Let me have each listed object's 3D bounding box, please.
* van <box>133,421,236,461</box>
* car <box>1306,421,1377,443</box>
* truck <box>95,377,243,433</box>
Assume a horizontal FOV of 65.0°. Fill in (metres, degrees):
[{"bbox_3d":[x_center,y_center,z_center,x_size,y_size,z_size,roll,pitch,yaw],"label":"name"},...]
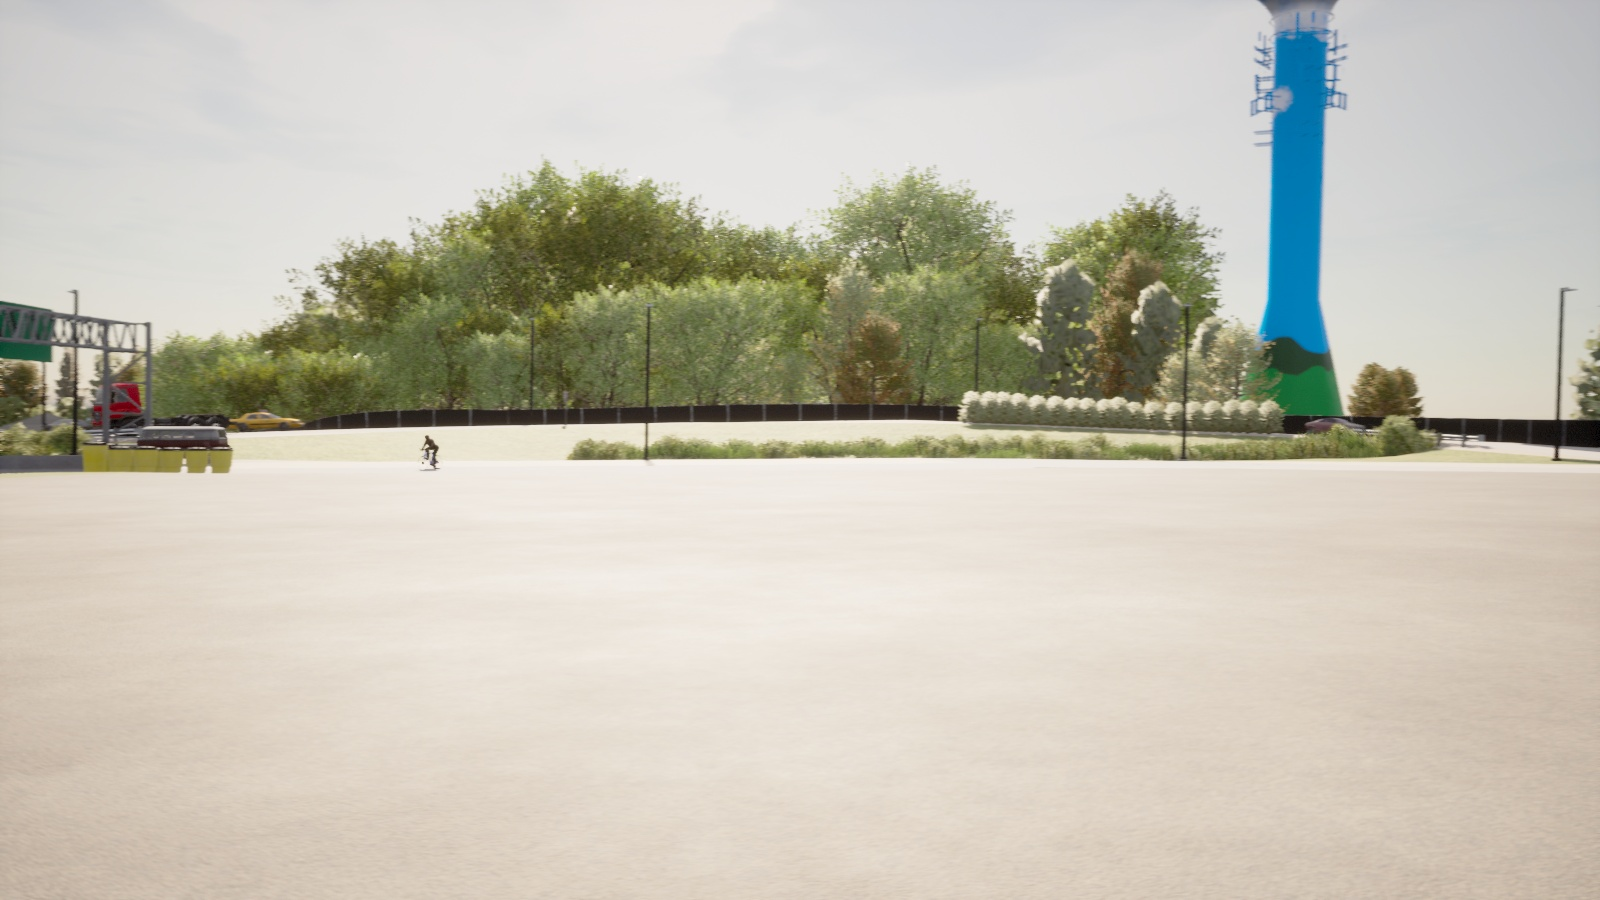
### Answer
[{"bbox_3d":[-31.892,-0.477,65.135,4.442,1.987,1.775,0,2,-6],"label":"van"},{"bbox_3d":[38.977,-1.331,90.454,1.994,1.385,4.181,0,3,-45],"label":"car"},{"bbox_3d":[-40.215,-2.916,80.198,7.936,3.462,2.891,-2,3,-39],"label":"truck"}]
